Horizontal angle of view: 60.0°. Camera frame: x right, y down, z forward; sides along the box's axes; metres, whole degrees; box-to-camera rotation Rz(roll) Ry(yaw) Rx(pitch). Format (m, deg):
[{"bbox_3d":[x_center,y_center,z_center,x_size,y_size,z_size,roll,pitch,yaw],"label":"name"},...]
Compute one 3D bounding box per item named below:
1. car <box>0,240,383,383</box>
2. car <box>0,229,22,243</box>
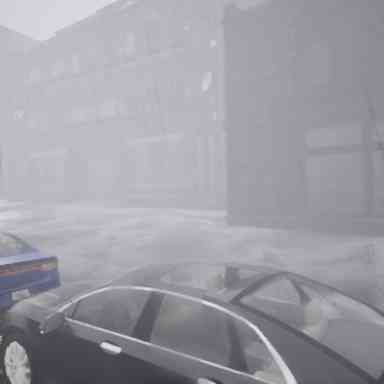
[{"bbox_3d":[-0.125,1.469,3.411,4.892,1.521,2.231,0,0,35],"label":"car"},{"bbox_3d":[-4.697,1.430,6.578,5.008,1.535,2.097,0,0,35],"label":"car"}]
